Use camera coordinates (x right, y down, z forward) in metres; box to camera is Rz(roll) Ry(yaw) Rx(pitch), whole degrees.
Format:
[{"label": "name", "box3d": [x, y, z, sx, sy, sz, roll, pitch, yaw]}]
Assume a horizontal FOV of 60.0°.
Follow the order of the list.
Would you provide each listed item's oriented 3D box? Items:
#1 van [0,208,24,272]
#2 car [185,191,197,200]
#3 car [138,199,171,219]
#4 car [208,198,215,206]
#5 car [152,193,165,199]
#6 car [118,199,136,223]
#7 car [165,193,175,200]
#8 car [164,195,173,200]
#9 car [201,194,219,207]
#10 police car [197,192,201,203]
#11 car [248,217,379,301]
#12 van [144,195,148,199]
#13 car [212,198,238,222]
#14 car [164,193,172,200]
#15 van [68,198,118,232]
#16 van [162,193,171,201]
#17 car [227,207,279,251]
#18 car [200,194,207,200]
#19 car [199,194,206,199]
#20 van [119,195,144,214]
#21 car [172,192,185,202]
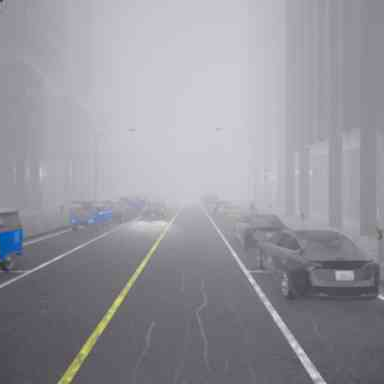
[{"label": "van", "box3d": [-5.760, 1.314, 8.091, 1.690, 1.788, 3.998, 0, 0, 0]}, {"label": "car", "box3d": [0.018, 0.855, 80.820, 2.150, 2.045, 5.566, 0, 0, 0]}, {"label": "car", "box3d": [-3.093, 1.509, 28.522, 1.895, 1.301, 4.718, 0, 0, 0]}, {"label": "car", "box3d": [2.770, 1.467, 30.572, 1.947, 1.339, 4.313, 0, 0, 0]}, {"label": "car", "box3d": [-5.750, 1.363, 52.868, 1.752, 1.417, 4.829, 0, 0, 0]}, {"label": "car", "box3d": [-5.756, 1.464, 24.946, 1.887, 1.381, 4.507, 0, 0, 0]}, {"label": "car", "box3d": [-5.742, 1.070, 86.748, 2.192, 1.841, 5.009, 0, 0, 0]}, {"label": "car", "box3d": [-5.744, 1.319, 81.130, 2.008, 1.369, 4.403, 0, 0, 0]}, {"label": "car", "box3d": [2.774, 1.167, 47.428, 2.192, 1.841, 5.009, 0, 0, 0]}, {"label": "police car", "box3d": [2.381, 1.237, 62.760, 1.930, 1.638, 5.238, 0, 0, 0]}, {"label": "car", "box3d": [2.765, 1.539, 8.097, 1.947, 1.339, 4.313, 0, 0, 0]}, {"label": "van", "box3d": [-5.754, 1.226, 36.183, 1.690, 1.788, 3.998, 0, 0, 0]}, {"label": "car", "box3d": [2.769, 1.444, 25.123, 1.752, 1.417, 4.829, 0, 0, 0]}, {"label": "car", "box3d": [-5.746, 1.340, 69.893, 1.887, 1.381, 4.507, 0, 0, 0]}, {"label": "van", "box3d": [-5.757, 1.278, 19.328, 1.690, 1.788, 3.998, 0, 0, 0]}, {"label": "van", "box3d": [-5.745, 1.123, 75.511, 1.690, 1.788, 3.998, 0, 0, 0]}, {"label": "car", "box3d": [2.766, 1.520, 13.715, 1.947, 1.339, 4.313, 0, 0, 0]}, {"label": "car", "box3d": [2.781, 1.293, 81.310, 1.752, 1.417, 4.829, 0, 0, 0]}, {"label": "car", "box3d": [2.784, 1.323, 92.378, 1.802, 1.307, 4.206, 0, 0, 0]}, {"label": "van", "box3d": [-5.755, 1.243, 30.564, 1.690, 1.788, 3.998, 0, 0, 0]}, {"label": "car", "box3d": [-2.984, 1.266, 70.421, 1.882, 1.535, 5.008, 0, 0, 0]}]
